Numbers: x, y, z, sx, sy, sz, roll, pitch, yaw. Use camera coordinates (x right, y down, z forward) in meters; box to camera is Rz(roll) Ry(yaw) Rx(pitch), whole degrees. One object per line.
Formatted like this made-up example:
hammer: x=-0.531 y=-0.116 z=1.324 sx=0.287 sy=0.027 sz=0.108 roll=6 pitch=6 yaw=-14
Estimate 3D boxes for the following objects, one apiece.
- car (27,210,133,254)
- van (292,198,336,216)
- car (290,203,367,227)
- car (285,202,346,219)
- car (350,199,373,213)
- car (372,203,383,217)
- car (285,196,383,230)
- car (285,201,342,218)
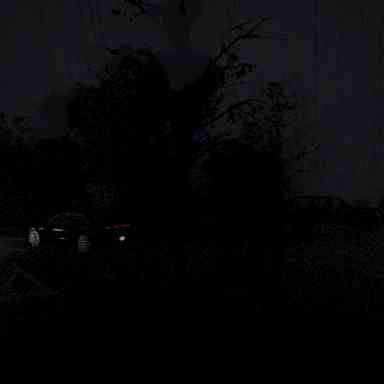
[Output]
car: x=-4.658 y=1.506 z=13.527 sx=4.902 sy=1.511 sz=2.128 roll=0 pitch=0 yaw=30
van: x=13.606 y=1.638 z=37.297 sx=4.442 sy=1.987 sz=1.878 roll=0 pitch=-2 yaw=16
car: x=9.599 y=1.569 z=23.917 sx=4.892 sy=1.521 sz=2.231 roll=0 pitch=-1 yaw=16
car: x=11.786 y=1.724 z=32.141 sx=5.366 sy=1.575 sz=1.946 roll=0 pitch=-1 yaw=16
car: x=26.814 y=2.235 z=52.820 sx=2.150 sy=2.045 sz=5.566 roll=0 pitch=-3 yaw=16
car: x=21.408 y=1.938 z=36.066 sx=1.994 sy=1.385 sz=4.181 roll=0 pitch=-2 yaw=7
car: x=8.884 y=1.280 z=21.349 sx=5.566 sy=2.045 sz=2.435 roll=0 pitch=-1 yaw=16
car: x=12.532 y=1.788 z=34.694 sx=5.366 sy=1.575 sz=1.946 roll=0 pitch=-2 yaw=16
